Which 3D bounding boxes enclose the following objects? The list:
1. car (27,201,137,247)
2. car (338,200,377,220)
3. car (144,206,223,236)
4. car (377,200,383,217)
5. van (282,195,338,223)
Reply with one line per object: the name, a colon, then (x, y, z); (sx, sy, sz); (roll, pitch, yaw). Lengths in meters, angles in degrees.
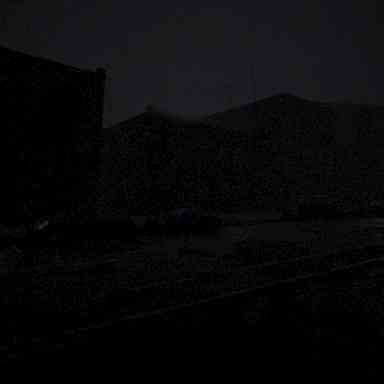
car: (-4.916, 1.330, 15.118); (4.553, 1.767, 2.185); (0, 0, -36)
car: (13.094, 1.487, 28.037); (4.792, 1.488, 2.163); (0, 0, -36)
car: (-0.348, 1.496, 18.395); (4.674, 1.452, 2.002); (0, 0, -36)
car: (17.550, 1.499, 31.255); (4.674, 1.452, 2.002); (0, -2, -36)
van: (8.535, 1.231, 24.765); (4.442, 1.987, 1.878); (0, 0, -36)
